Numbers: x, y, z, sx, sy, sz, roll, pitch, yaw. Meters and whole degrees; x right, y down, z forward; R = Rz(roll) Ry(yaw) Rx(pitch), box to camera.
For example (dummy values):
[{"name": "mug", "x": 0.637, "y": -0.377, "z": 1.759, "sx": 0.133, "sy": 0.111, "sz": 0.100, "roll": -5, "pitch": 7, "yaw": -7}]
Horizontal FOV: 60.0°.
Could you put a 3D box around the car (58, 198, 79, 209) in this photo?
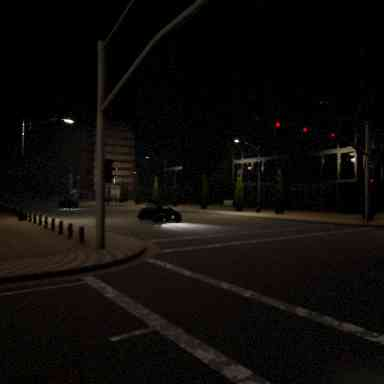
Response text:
[{"name": "car", "x": -17.752, "y": 1.627, "z": 47.674, "sx": 2.033, "sy": 1.411, "sz": 5.357, "roll": 1, "pitch": 0, "yaw": -34}]

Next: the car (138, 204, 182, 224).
[{"name": "car", "x": -2.532, "y": 1.639, "z": 25.723, "sx": 1.994, "sy": 1.385, "sz": 4.181, "roll": 1, "pitch": 0, "yaw": -35}]
